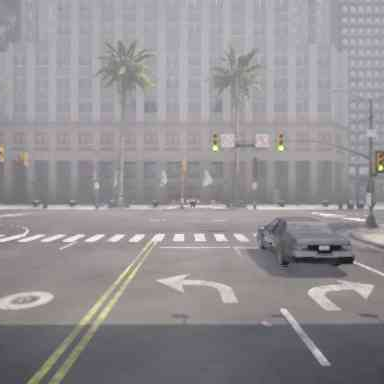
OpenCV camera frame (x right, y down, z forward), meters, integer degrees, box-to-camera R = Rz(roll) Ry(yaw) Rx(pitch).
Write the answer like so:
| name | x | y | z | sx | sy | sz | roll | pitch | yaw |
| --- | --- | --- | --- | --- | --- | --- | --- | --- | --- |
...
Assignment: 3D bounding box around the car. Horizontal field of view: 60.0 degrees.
| name | x | y | z | sx | sy | sz | roll | pitch | yaw |
| --- | --- | --- | --- | --- | --- | --- | --- | --- | --- |
| car | 3.589 | 1.567 | 11.521 | 2.033 | 1.411 | 5.357 | 0 | 0 | 0 |
